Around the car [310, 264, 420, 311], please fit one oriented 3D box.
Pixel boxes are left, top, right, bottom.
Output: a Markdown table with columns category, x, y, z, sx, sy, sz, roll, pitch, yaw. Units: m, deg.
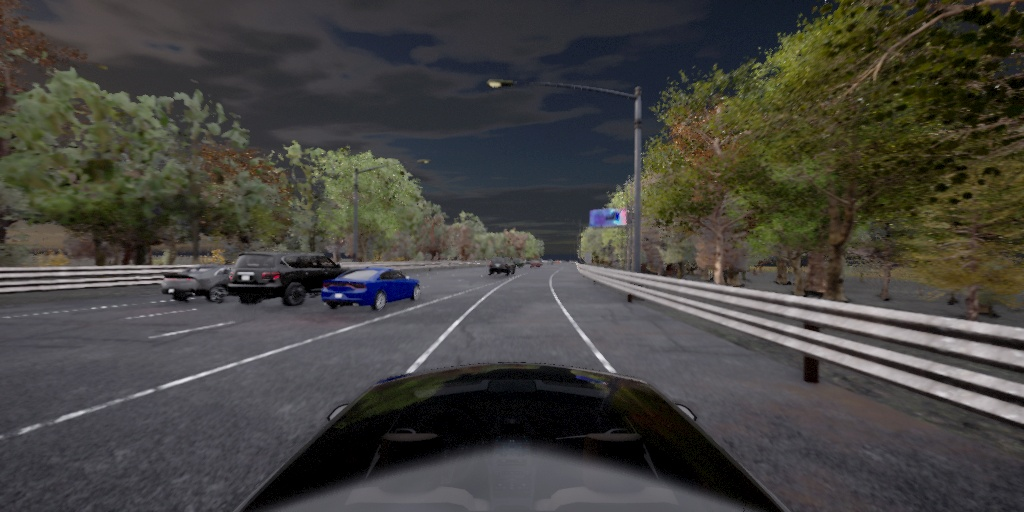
| category | x | y | z | sx | sy | sz | roll | pitch | yaw |
| --- | --- | --- | --- | --- | --- | --- | --- | --- | --- |
| car | -5.390 | 1.195 | 14.444 | 1.882 | 1.535 | 5.008 | 1 | 0 | 10 |

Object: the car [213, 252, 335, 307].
| category | x | y | z | sx | sy | sz | roll | pitch | yaw |
| --- | --- | --- | --- | --- | --- | --- | --- | --- | --- |
| car | -8.839 | 0.883 | 15.140 | 2.150 | 2.045 | 5.566 | 1 | 0 | 10 |

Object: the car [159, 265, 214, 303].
| category | x | y | z | sx | sy | sz | roll | pitch | yaw |
| --- | --- | --- | --- | --- | --- | --- | --- | --- | --- |
| car | -12.287 | 1.122 | 15.753 | 2.128 | 1.511 | 4.902 | 1 | 0 | 10 |

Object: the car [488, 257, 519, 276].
| category | x | y | z | sx | sy | sz | roll | pitch | yaw |
| --- | --- | --- | --- | --- | --- | --- | --- | --- | --- |
| car | -1.029 | 1.144 | 39.810 | 2.150 | 2.045 | 5.566 | 0 | 0 | 10 |
